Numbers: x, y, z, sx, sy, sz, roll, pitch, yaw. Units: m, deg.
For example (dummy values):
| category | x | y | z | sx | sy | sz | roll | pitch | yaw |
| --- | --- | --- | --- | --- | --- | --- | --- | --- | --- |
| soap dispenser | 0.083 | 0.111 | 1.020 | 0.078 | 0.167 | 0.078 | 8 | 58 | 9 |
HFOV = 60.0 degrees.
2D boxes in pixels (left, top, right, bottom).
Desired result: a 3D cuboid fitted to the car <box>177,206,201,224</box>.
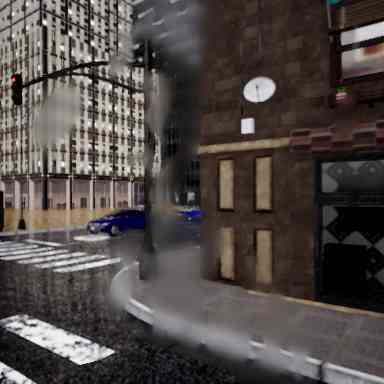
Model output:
| category | x | y | z | sx | sy | sz | roll | pitch | yaw |
| --- | --- | --- | --- | --- | --- | --- | --- | --- | --- |
| car | 1.240 | 1.854 | 27.973 | 1.882 | 1.535 | 5.008 | -1 | -1 | 35 |

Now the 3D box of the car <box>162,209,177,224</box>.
| category | x | y | z | sx | sy | sz | roll | pitch | yaw |
| --- | --- | --- | --- | --- | --- | --- | --- | --- | --- |
| car | -3.533 | 1.883 | 25.934 | 2.008 | 1.369 | 4.403 | -2 | -2 | 35 |

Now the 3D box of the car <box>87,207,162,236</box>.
| category | x | y | z | sx | sy | sz | roll | pitch | yaw |
| --- | --- | --- | --- | --- | --- | --- | --- | --- | --- |
| car | -4.181 | 1.765 | 20.258 | 1.812 | 1.442 | 4.674 | 0 | -1 | 33 |

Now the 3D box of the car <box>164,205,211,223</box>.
| category | x | y | z | sx | sy | sz | roll | pitch | yaw |
| --- | --- | --- | --- | --- | --- | --- | --- | --- | --- |
| car | -0.330 | 1.964 | 30.490 | 2.008 | 1.369 | 4.403 | -2 | -2 | 35 |
